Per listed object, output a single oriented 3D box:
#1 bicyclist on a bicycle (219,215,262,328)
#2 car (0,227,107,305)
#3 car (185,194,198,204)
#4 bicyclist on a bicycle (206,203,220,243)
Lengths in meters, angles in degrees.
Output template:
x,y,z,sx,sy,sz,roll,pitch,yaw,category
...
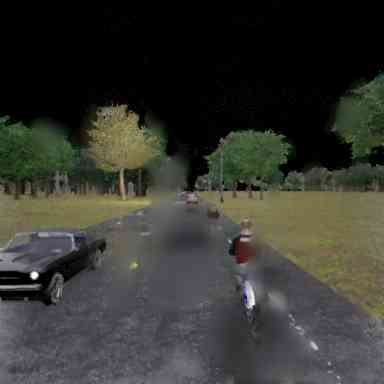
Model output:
x,y,z,sx,sy,sz,roll,pitch,yaw,category
0.957,1.372,6.107,0.659,1.776,1.843,0,0,0,bicyclist on a bicycle
-3.604,1.603,8.214,1.895,1.301,4.718,0,0,0,car
0.061,1.378,60.672,1.994,1.385,4.181,0,0,0,car
0.951,1.373,15.072,0.659,1.776,1.843,0,0,0,bicyclist on a bicycle
